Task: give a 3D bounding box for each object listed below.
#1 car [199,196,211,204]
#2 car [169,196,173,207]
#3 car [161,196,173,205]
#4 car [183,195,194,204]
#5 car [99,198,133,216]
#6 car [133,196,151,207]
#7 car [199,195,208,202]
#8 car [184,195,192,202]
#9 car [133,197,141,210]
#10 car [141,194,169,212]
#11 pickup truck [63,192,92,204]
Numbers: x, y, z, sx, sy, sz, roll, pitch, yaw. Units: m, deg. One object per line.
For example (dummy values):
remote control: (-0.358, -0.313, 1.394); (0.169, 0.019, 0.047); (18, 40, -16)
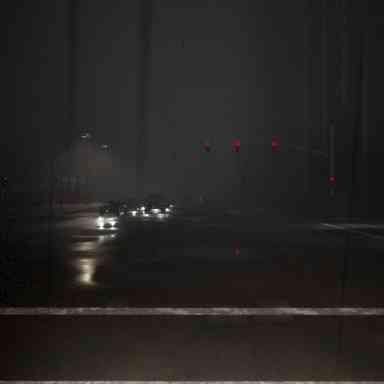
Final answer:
car: (2.765, 1.491, 64.803); (2.128, 1.511, 4.902); (0, 0, -1)
car: (-4.268, 1.601, 48.455); (1.895, 1.301, 4.718); (0, 0, -1)
car: (-4.352, 1.478, 58.895); (1.882, 1.535, 5.008); (0, 0, 0)
car: (-0.741, 1.352, 65.389); (2.097, 1.767, 4.553); (0, 0, -1)
car: (-7.696, 1.491, 32.875); (2.128, 1.511, 4.902); (0, 0, 2)
car: (-7.809, 1.491, 52.562); (2.128, 1.511, 4.902); (0, 0, -1)
car: (2.564, 1.524, 75.187); (1.812, 1.442, 4.674); (0, 0, -1)
car: (-0.938, 1.478, 75.392); (1.882, 1.535, 5.008); (0, 0, -1)
car: (-7.714, 1.478, 42.178); (1.882, 1.535, 5.008); (0, 0, -1)
car: (-4.176, 1.221, 38.508); (2.150, 2.045, 5.566); (0, 0, -1)
pickup truck: (-20.910, 1.059, 60.027); (2.390, 2.098, 6.274); (0, 0, 30)
